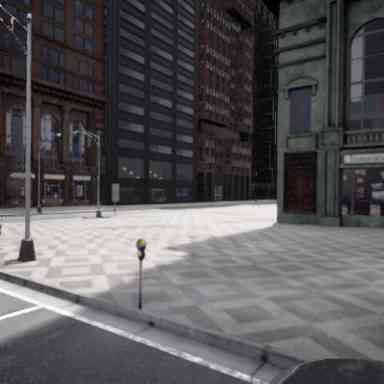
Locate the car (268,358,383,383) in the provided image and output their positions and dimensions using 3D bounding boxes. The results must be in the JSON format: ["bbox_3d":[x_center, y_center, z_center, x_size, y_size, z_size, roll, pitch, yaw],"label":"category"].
[{"bbox_3d":[2.270,1.553,1.333,4.403,1.369,2.008,0,1,36],"label":"car"}]
